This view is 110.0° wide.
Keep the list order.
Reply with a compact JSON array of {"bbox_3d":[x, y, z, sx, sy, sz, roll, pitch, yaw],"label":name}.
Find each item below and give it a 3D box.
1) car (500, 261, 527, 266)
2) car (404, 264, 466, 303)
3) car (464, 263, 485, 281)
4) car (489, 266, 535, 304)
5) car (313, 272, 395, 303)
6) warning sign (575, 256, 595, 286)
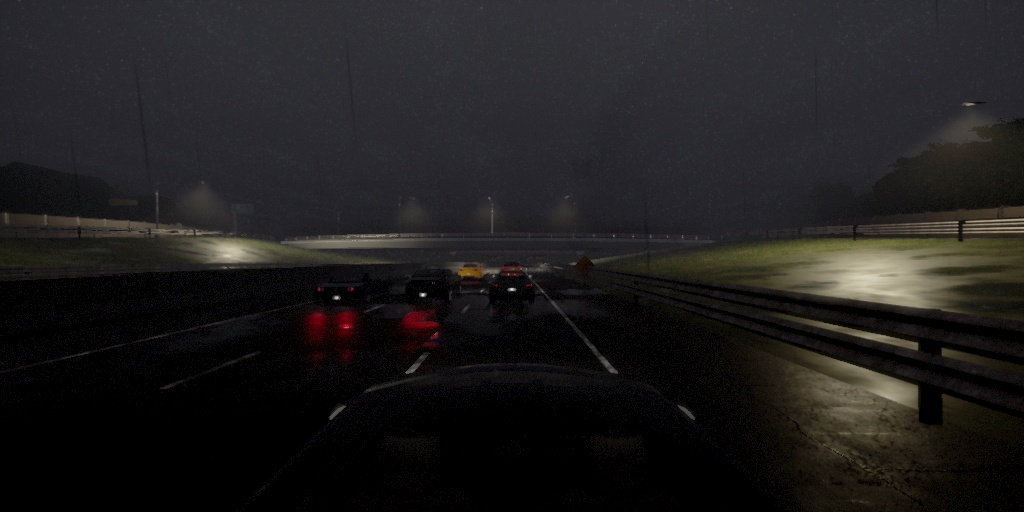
[{"bbox_3d":[0.000,1.205,31.477,2.097,1.767,4.553,0,-1,0],"label":"car"},{"bbox_3d":[-3.500,1.276,16.501,1.837,1.490,4.892,0,0,0],"label":"car"},{"bbox_3d":[-3.500,1.324,31.506,1.882,1.535,5.008,0,-1,0],"label":"car"},{"bbox_3d":[0.000,1.332,16.501,1.994,1.385,4.181,0,0,0],"label":"car"},{"bbox_3d":[-7.000,1.376,16.531,1.895,1.301,4.718,0,0,0],"label":"car"},{"bbox_3d":[4.550,0.892,22.409,1.300,1.860,1.060,0,0,0],"label":"warning sign"}]
